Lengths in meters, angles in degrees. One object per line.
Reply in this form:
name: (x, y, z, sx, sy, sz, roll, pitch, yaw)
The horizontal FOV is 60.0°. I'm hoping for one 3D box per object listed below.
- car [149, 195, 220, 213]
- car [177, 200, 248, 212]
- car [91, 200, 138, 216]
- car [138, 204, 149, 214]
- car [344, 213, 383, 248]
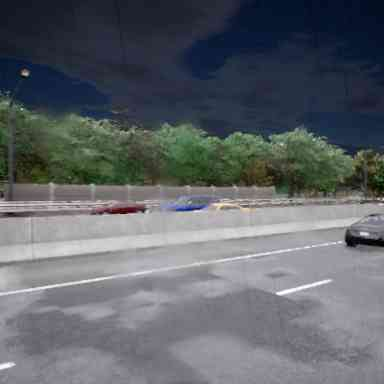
car: (-0.117, 1.261, 25.387, 5.566, 2.045, 2.150, 0, 0, -35)
car: (1.789, 1.517, 22.447, 5.008, 1.535, 1.882, 0, 0, -35)
car: (-6.418, 1.513, 29.495, 5.008, 1.535, 1.882, 0, 0, -35)
car: (-1.685, 1.534, 28.564, 4.902, 1.511, 2.128, 0, 0, -35)
car: (8.345, 1.603, 14.114, 4.181, 1.385, 1.994, 0, 0, -35)
